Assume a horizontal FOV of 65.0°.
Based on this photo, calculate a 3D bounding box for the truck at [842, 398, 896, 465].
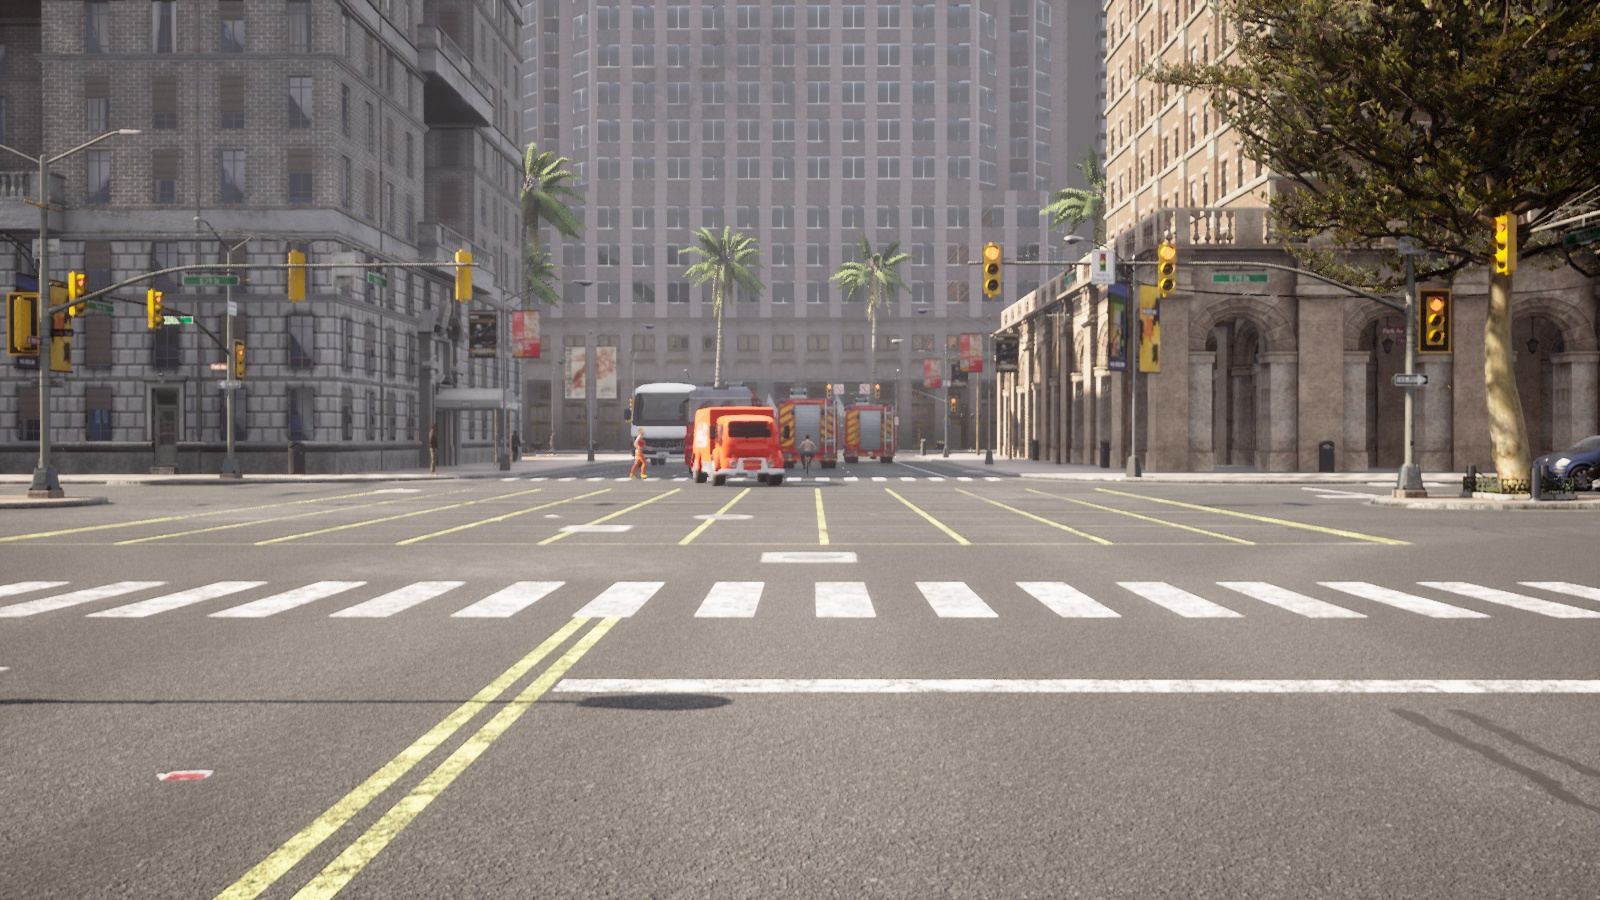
[{"bbox_3d":[4.085,-1.124,75.996,2.891,3.827,8.468,0,1,1],"label":"truck"}]

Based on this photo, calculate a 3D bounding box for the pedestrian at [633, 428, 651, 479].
[{"bbox_3d":[-5.687,0.117,45.113,0.594,1.836,0.345,0,1,0],"label":"pedestrian"}]

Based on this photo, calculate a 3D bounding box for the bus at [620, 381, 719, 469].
[{"bbox_3d":[-6.585,-1.244,65.252,3.944,4.253,10.273,0,1,1],"label":"bus"}]

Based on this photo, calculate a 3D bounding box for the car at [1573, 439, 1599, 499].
[{"bbox_3d":[22.365,0.471,31.351,4.792,1.488,2.163,0,1,2],"label":"car"}]

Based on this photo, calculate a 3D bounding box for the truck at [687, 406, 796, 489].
[{"bbox_3d":[-1.965,-0.121,40.229,2.627,2.467,5.204,0,1,-12],"label":"truck"}]

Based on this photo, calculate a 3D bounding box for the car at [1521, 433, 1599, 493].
[{"bbox_3d":[22.559,0.337,34.881,3.988,1.617,1.851,0,1,1],"label":"car"}]

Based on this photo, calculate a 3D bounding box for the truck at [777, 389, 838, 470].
[{"bbox_3d":[0.391,-1.008,63.225,2.891,3.827,8.468,0,1,0],"label":"truck"}]

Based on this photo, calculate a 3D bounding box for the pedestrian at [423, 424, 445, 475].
[{"bbox_3d":[-13.168,-0.029,45.200,0.703,1.840,0.431,0,1,-5],"label":"pedestrian"}]

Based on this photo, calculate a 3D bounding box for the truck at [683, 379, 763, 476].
[{"bbox_3d":[-3.171,-0.923,53.846,2.891,3.827,8.468,0,1,0],"label":"truck"}]

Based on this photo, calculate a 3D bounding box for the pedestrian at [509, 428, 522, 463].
[{"bbox_3d":[-15.875,-0.263,70.009,0.423,1.949,0.788,0,1,9],"label":"pedestrian"}]
